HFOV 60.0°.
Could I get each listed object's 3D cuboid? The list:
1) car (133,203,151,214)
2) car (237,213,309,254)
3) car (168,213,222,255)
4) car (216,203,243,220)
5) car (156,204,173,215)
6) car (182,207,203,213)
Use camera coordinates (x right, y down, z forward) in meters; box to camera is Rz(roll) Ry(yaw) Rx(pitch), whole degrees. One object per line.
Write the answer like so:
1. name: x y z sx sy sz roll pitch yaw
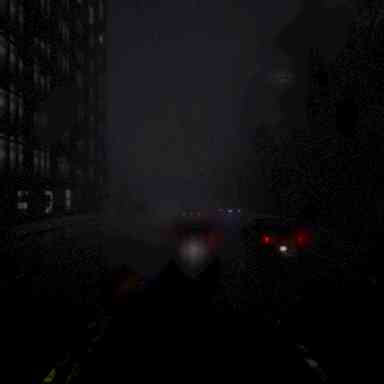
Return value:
1. car: -6.588 2.129 44.322 2.033 1.411 5.357 0 -1 0
2. car: 3.325 1.789 14.290 1.895 1.301 4.718 0 -1 0
3. car: 0.074 1.788 14.217 1.895 1.301 4.718 0 -1 0
4. car: 3.318 1.750 30.244 2.097 1.767 4.553 0 -1 0
5. car: -3.352 2.139 41.040 1.895 1.301 4.718 0 -1 0
6. car: 0.066 1.985 29.315 1.895 1.301 4.718 0 -1 0
